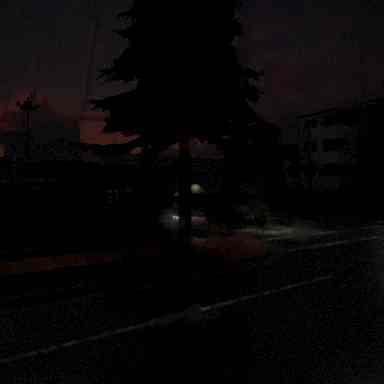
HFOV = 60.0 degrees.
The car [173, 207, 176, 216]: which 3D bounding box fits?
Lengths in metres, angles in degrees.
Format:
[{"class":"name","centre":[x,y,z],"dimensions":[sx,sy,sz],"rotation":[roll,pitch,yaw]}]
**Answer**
[{"class":"car","centre":[-3.231,1.583,31.476],"dimensions":[1.994,1.385,4.181],"rotation":[0,0,-35]}]

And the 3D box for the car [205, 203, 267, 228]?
[{"class":"car","centre":[2.905,1.497,22.745],"dimensions":[1.882,1.535,5.008],"rotation":[0,0,-35]}]

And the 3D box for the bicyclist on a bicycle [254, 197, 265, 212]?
[{"class":"bicyclist on a bicycle","centre":[6.697,1.318,32.944],"dimensions":[1.656,1.620,0.582],"rotation":[0,0,-35]}]
